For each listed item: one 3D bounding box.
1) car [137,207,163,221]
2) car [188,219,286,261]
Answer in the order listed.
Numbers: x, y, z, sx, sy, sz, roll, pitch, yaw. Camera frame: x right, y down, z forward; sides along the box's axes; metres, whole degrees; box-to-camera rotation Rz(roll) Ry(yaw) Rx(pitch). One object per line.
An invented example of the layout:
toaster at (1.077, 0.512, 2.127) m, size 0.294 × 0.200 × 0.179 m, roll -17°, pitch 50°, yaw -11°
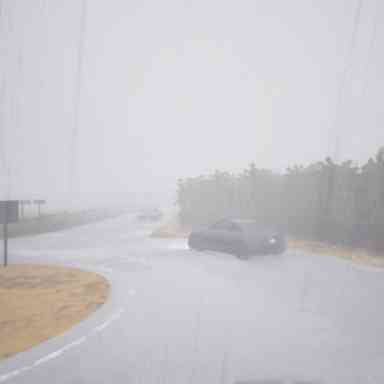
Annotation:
car at (-4.122, 2.217, 33.657) m, size 1.895 × 1.301 × 4.718 m, roll -1°, pitch -1°, yaw 3°
car at (1.646, 1.758, 13.324) m, size 1.994 × 1.385 × 4.181 m, roll 0°, pitch -1°, yaw -36°
